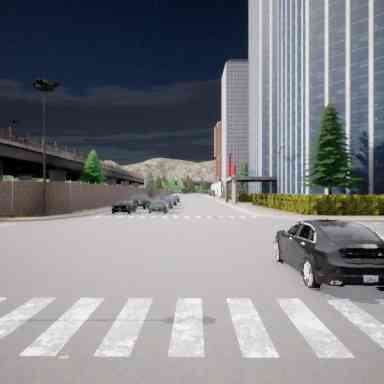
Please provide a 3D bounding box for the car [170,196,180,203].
[{"bbox_3d":[-3.408,1.503,68.086,1.837,1.490,4.892,0,0,0],"label":"car"}]

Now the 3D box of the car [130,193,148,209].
[{"bbox_3d":[-7.028,1.220,44.755,2.150,2.045,5.566,0,0,1],"label":"car"}]

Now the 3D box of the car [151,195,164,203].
[{"bbox_3d":[-6.904,1.490,67.744,2.128,1.511,4.902,0,0,0],"label":"car"}]

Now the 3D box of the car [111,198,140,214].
[{"bbox_3d":[-7.072,1.600,35.000,1.895,1.301,4.718,0,0,1],"label":"car"}]

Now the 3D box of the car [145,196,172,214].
[{"bbox_3d":[-3.537,1.504,35.688,1.837,1.490,4.892,0,0,0],"label":"car"}]

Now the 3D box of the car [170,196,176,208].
[{"bbox_3d":[-3.522,1.503,44.917,1.837,1.490,4.892,0,0,0],"label":"car"}]

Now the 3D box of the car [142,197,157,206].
[{"bbox_3d":[-6.979,1.562,54.779,1.994,1.385,4.181,0,0,1],"label":"car"}]

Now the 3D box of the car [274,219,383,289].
[{"bbox_3d":[3.610,1.506,9.125,1.837,1.490,4.892,0,0,0],"label":"car"}]

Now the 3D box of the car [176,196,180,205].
[{"bbox_3d":[-3.486,1.476,54.644,1.882,1.535,5.008,0,0,0],"label":"car"}]
